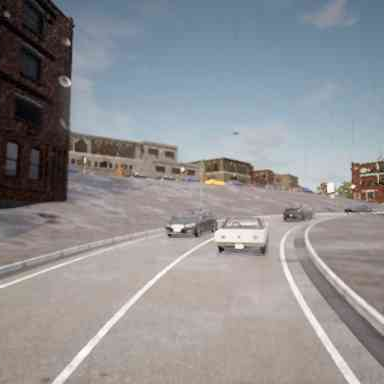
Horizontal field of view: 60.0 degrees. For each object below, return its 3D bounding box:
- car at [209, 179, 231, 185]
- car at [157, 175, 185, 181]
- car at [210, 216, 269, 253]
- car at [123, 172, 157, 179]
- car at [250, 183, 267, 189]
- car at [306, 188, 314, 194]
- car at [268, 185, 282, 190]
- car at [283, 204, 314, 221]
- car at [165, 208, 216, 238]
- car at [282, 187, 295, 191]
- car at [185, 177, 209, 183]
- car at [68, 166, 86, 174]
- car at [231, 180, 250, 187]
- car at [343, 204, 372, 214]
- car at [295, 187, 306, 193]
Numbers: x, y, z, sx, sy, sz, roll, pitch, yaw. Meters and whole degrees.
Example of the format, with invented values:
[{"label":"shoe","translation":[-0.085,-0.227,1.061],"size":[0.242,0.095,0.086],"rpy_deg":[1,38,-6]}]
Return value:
[{"label":"car","translation":[4.551,-1.673,64.631],"size":[5.008,1.535,2.097],"rpy_deg":[4,-5,-37]},{"label":"car","translation":[-4.374,-2.225,58.061],"size":[4.892,1.521,2.231],"rpy_deg":[3,-5,-35]},{"label":"car","translation":[2.295,1.707,14.234],"size":[1.895,1.301,4.718],"rpy_deg":[-1,-1,15]},{"label":"car","translation":[-8.909,-2.471,54.923],"size":[4.892,1.521,2.231],"rpy_deg":[3,-5,-35]},{"label":"car","translation":[13.297,-1.050,71.682],"size":[4.792,1.488,2.163],"rpy_deg":[4,-6,-40]},{"label":"car","translation":[29.631,-0.018,86.656],"size":[5.566,2.045,2.435],"rpy_deg":[5,-6,-44]},{"label":"car","translation":[17.479,-0.738,75.271],"size":[4.674,1.452,2.002],"rpy_deg":[4,-6,-41]},{"label":"car","translation":[9.935,1.884,30.829],"size":[2.128,1.511,4.902],"rpy_deg":[-3,-2,33]},{"label":"car","translation":[0.068,1.717,19.248],"size":[2.128,1.511,4.902],"rpy_deg":[-1,-1,20]},{"label":"car","translation":[21.510,-0.474,78.887],"size":[4.892,1.521,2.231],"rpy_deg":[4,-6,-42]},{"label":"car","translation":[0.123,-1.916,61.295],"size":[4.674,1.452,2.002],"rpy_deg":[3,-5,-36]},{"label":"car","translation":[-17.906,-3.057,48.724],"size":[4.553,1.767,2.185],"rpy_deg":[3,-5,-35]},{"label":"car","translation":[8.887,-1.510,68.052],"size":[4.553,1.767,2.185],"rpy_deg":[4,-6,-38]},{"label":"car","translation":[25.614,2.632,51.338],"size":[5.357,1.411,2.033],"rpy_deg":[1,-4,-33]},{"label":"car","translation":[25.615,-0.259,82.744],"size":[4.553,1.767,2.185],"rpy_deg":[5,-6,-43]}]
